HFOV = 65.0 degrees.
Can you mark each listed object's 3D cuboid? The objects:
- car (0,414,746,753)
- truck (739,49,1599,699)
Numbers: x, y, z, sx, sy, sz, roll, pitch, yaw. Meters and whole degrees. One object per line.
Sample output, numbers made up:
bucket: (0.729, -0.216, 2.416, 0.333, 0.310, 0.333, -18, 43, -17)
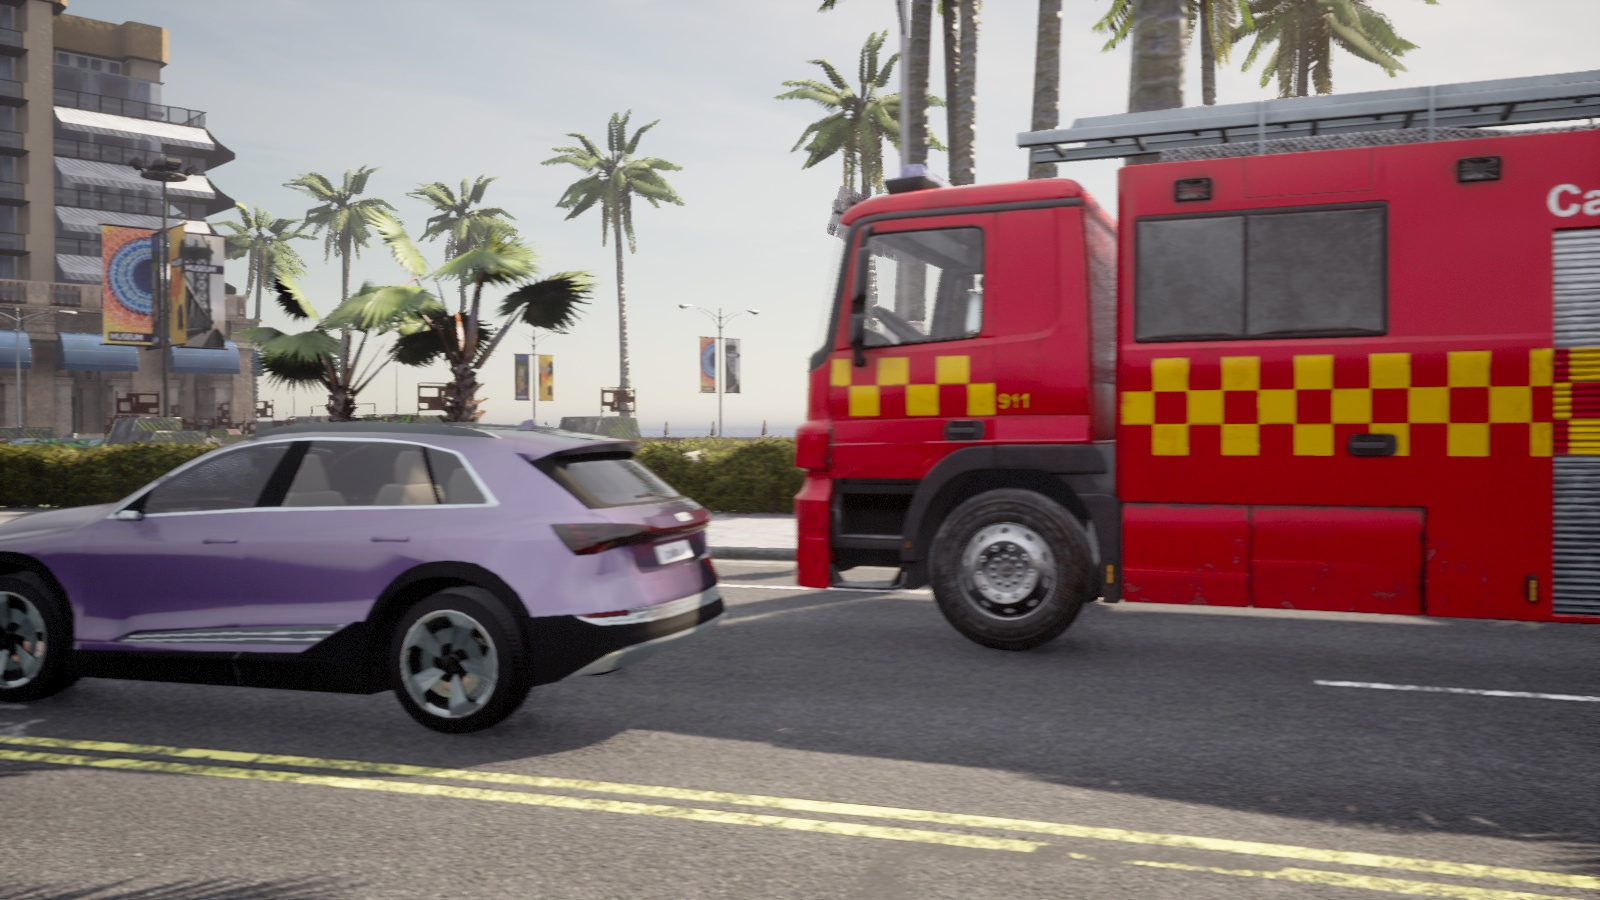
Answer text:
car: (-2.964, 0.618, 7.748, 4.856, 1.649, 2.033, 0, 1, 16)
truck: (4.012, -0.475, 9.229, 8.468, 3.827, 2.891, 1, 1, 22)
